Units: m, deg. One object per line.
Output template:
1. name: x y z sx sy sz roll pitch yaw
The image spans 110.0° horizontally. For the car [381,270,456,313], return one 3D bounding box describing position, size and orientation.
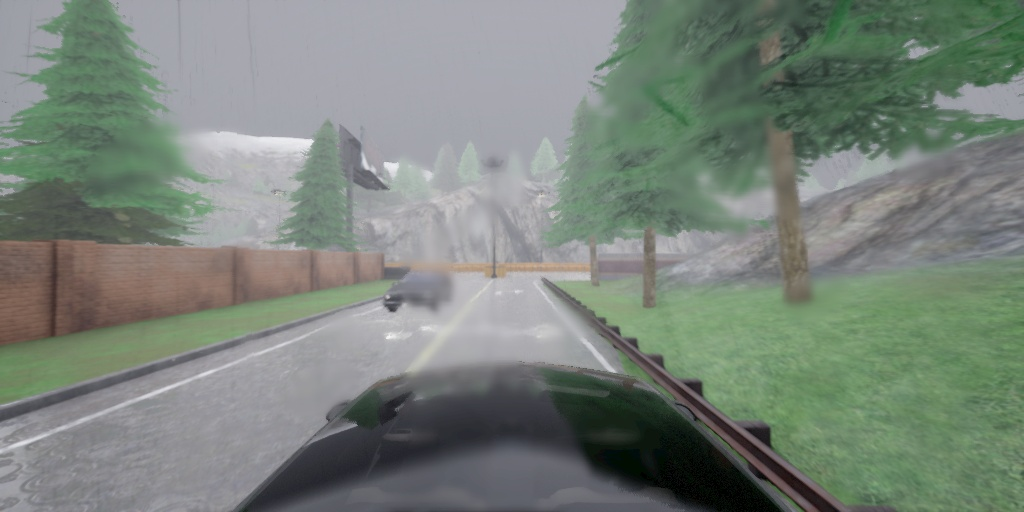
1. car: -3.501 1.288 14.585 2.033 1.411 5.357 0 0 0
